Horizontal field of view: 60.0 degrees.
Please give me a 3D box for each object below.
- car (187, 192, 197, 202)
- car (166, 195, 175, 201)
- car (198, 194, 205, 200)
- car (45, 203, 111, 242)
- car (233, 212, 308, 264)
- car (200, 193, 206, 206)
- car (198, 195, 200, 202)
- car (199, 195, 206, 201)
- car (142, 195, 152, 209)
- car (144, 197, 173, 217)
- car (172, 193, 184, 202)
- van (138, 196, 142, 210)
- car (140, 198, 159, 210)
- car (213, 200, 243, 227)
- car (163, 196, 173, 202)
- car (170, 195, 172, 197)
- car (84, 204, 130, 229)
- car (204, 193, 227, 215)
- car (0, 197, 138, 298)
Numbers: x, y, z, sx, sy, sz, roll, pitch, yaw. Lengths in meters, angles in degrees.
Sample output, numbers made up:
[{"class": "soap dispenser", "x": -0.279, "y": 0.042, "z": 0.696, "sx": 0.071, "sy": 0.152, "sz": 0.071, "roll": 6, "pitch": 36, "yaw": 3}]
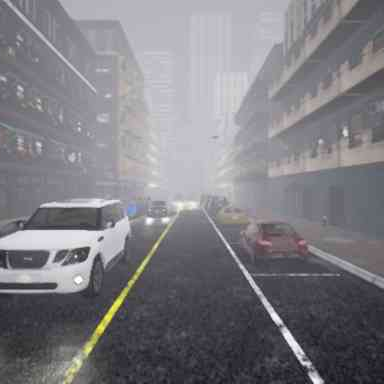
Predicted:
[{"class": "car", "x": -0.014, "y": 1.124, "z": 74.167, "sx": 2.150, "sy": 2.045, "sz": 5.566, "roll": 0, "pitch": 0, "yaw": 0}, {"class": "car", "x": -5.718, "y": 1.603, "z": 89.973, "sx": 2.008, "sy": 1.369, "sz": 4.403, "roll": -1, "pitch": 0, "yaw": 0}, {"class": "car", "x": 2.659, "y": 1.496, "z": 95.548, "sx": 1.967, "sy": 1.590, "sz": 4.097, "roll": -1, "pitch": 0, "yaw": 0}, {"class": "car", "x": -5.672, "y": 1.449, "z": 17.146, "sx": 1.967, "sy": 1.590, "sz": 4.097, "roll": -1, "pitch": 0, "yaw": 0}, {"class": "car", "x": 2.678, "y": 1.588, "z": 11.517, "sx": 1.802, "sy": 1.307, "sz": 4.206, "roll": -1, "pitch": 0, "yaw": 0}, {"class": "car", "x": 2.667, "y": 1.339, "z": 45.130, "sx": 2.192, "sy": 1.841, "sz": 5.009, "roll": -1, "pitch": 0, "yaw": 0}, {"class": "car", "x": 2.382, "y": 1.250, "z": 55.995, "sx": 2.150, "sy": 2.045, "sz": 5.566, "roll": 0, "pitch": 0, "yaw": 0}, {"class": "car", "x": 2.663, "y": 1.574, "z": 84.514, "sx": 1.752, "sy": 1.417, "sz": 4.829, "roll": -1, "pitch": 0, "yaw": 0}, {"class": "car", "x": -5.701, "y": 1.336, "z": 39.554, "sx": 2.192, "sy": 1.841, "sz": 5.009, "roll": -1, "pitch": 0, "yaw": 0}, {"class": "car", "x": -3.100, "y": 1.521, "z": 31.602, "sx": 1.837, "sy": 1.490, "sz": 4.892, "roll": 0, "pitch": 0, "yaw": 0}, {"class": "car", "x": -3.014, "y": 1.200, "z": 73.088, "sx": 2.150, "sy": 2.045, "sz": 5.566, "roll": 0, "pitch": 0, "yaw": 0}, {"class": "van", "x": -5.676, "y": 1.356, "z": 28.350, "sx": 1.690, "sy": 1.788, "sz": 3.998, "roll": -1, "pitch": 0, "yaw": 0}, {"class": "car", "x": -5.717, "y": 1.575, "z": 45.157, "sx": 2.008, "sy": 1.369, "sz": 4.403, "roll": -1, "pitch": 0, "yaw": 0}, {"class": "car", "x": 2.675, "y": 1.537, "z": 22.891, "sx": 1.752, "sy": 1.417, "sz": 4.829, "roll": -1, "pitch": 0, "yaw": 0}, {"class": "car", "x": -5.716, "y": 1.596, "z": 78.769, "sx": 2.008, "sy": 1.369, "sz": 4.403, "roll": -1, "pitch": 0, "yaw": 0}, {"class": "car", "x": -5.713, "y": 1.620, "z": 67.565, "sx": 1.802, "sy": 1.307, "sz": 4.206, "roll": -1, "pitch": 0, "yaw": 0}, {"class": "car", "x": -5.672, "y": 1.563, "z": 22.748, "sx": 2.008, "sy": 1.369, "sz": 4.403, "roll": -1, "pitch": 0, "yaw": 0}, {"class": "car", "x": 2.670, "y": 1.333, "z": 33.926, "sx": 2.192, "sy": 1.841, "sz": 5.009, "roll": -1, "pitch": 0, "yaw": 0}, {"class": "car", "x": -3.059, "y": 1.223, "z": 8.871, "sx": 2.150, "sy": 2.045, "sz": 5.566, "roll": 0, "pitch": 0, "yaw": 0}]
